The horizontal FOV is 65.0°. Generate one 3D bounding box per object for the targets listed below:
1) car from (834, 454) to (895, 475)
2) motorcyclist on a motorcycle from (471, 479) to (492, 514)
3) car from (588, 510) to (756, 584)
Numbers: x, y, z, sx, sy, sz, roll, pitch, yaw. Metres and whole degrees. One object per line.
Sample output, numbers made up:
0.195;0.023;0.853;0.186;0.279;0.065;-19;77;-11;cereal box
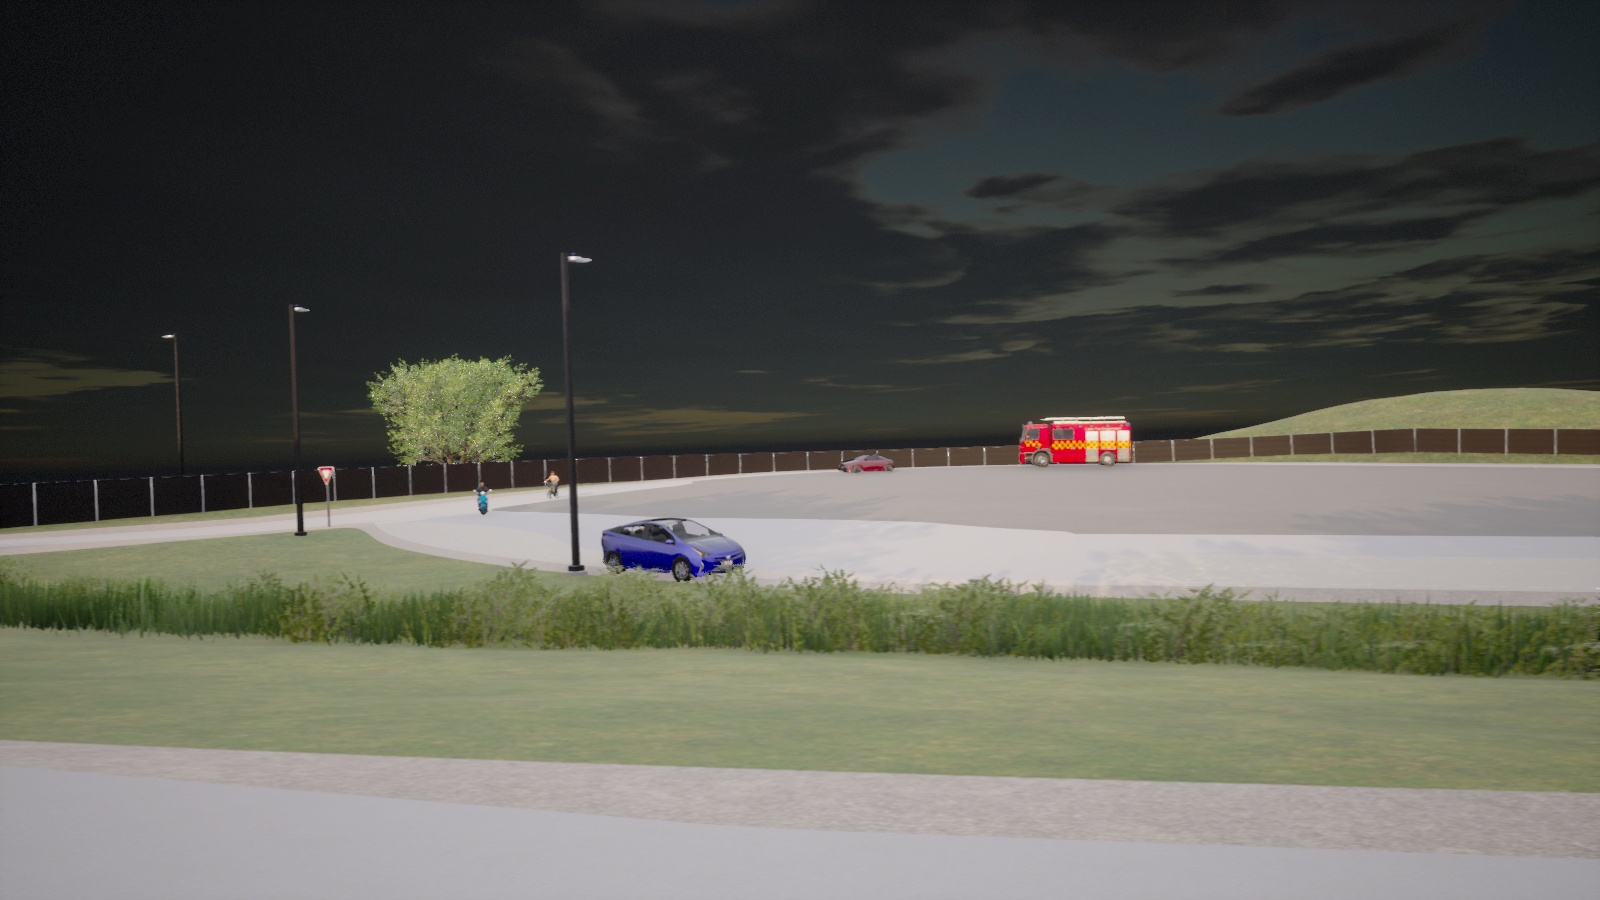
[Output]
4.880;1.102;94.911;4.181;1.385;1.994;-2;3;-22;car
-15.368;2.226;60.523;0.866;1.590;1.817;-1;1;-17;motorcyclist on a motorcycle
-3.553;2.598;34.434;4.514;1.525;2.007;1;4;42;car
